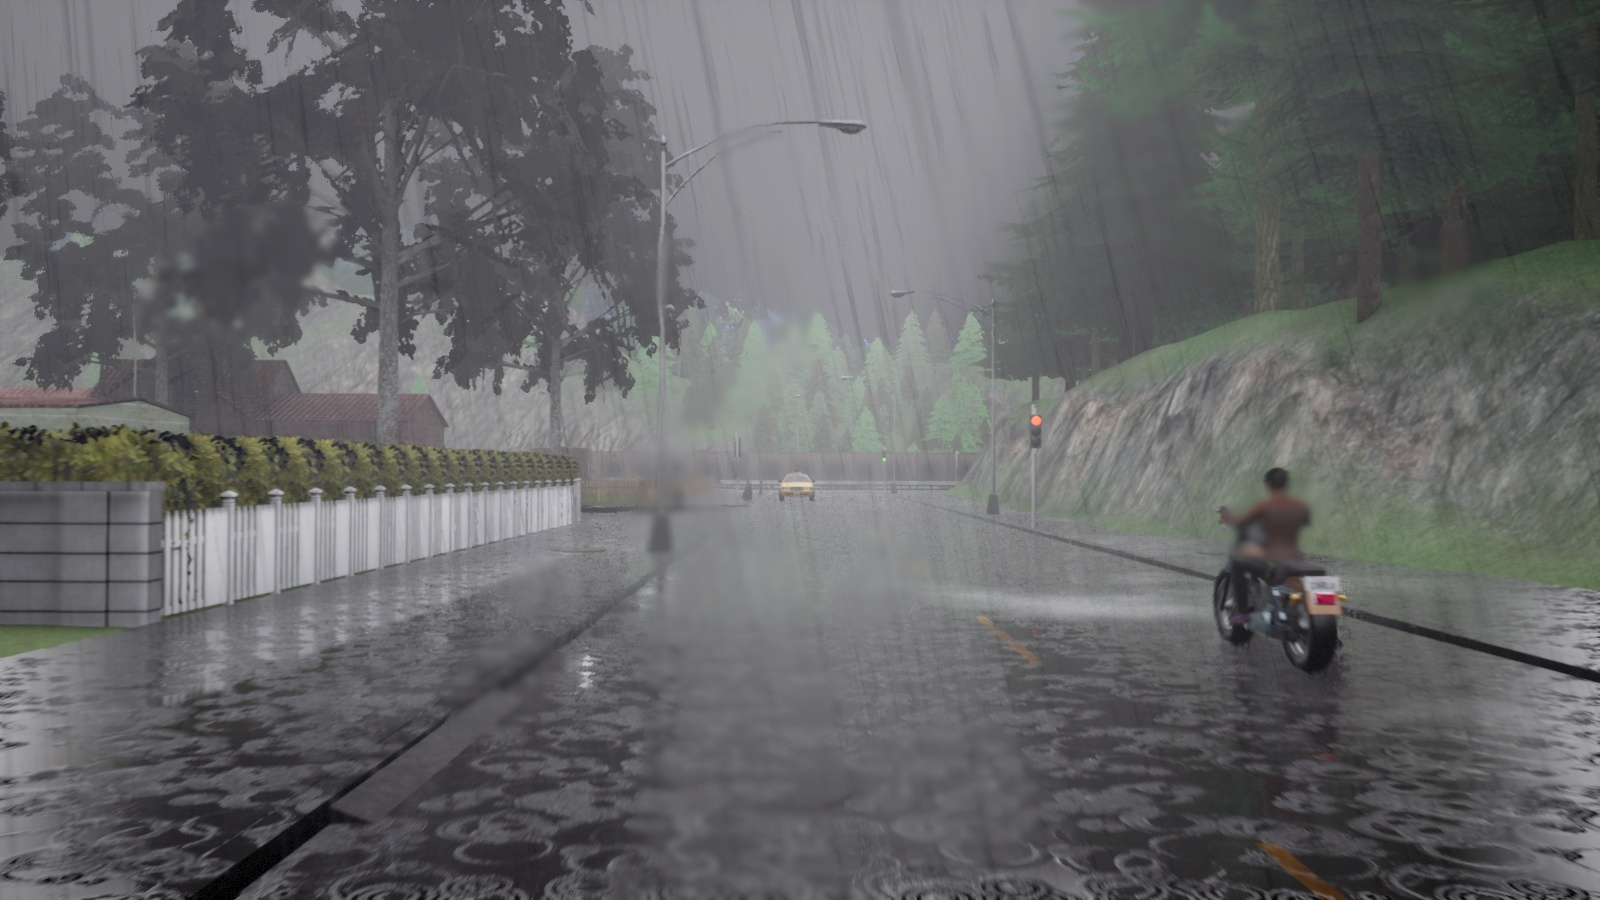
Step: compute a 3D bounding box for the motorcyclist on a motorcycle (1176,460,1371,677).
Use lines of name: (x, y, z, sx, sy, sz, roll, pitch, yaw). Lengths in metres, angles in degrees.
motorcyclist on a motorcycle: (3.975, 0.930, 10.789, 0.766, 1.649, 2.350, 0, -1, 0)

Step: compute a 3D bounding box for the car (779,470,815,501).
car: (-0.154, 1.874, 66.887, 1.801, 1.575, 5.366, 0, -1, 0)
